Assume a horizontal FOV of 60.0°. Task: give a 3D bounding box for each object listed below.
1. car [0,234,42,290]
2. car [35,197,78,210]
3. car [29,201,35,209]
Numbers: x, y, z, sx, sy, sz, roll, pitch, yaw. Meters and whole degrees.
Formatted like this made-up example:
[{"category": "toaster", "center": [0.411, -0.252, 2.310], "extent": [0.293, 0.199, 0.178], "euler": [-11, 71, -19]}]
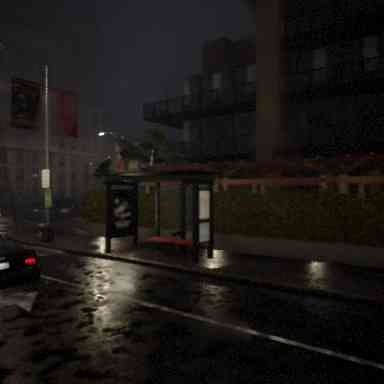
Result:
[{"category": "car", "center": [-5.872, 1.549, 8.168], "extent": [5.357, 1.411, 2.033], "euler": [0, 0, 36]}, {"category": "car", "center": [-17.221, 1.512, 43.075], "extent": [1.837, 1.490, 4.892], "euler": [0, 0, 36]}, {"category": "car", "center": [-19.720, 1.486, 45.617], "extent": [1.882, 1.535, 5.008], "euler": [0, 0, 35]}]
